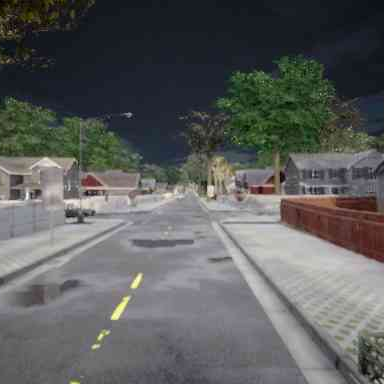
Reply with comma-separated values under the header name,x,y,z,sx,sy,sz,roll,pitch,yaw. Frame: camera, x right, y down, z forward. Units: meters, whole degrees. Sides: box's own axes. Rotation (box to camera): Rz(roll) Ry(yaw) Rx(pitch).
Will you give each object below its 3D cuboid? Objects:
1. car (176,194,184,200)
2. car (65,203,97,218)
name,x,y,z,sx,sy,sz,roll,pitch,yaw
car,-2.778,1.129,79.030,1.895,1.301,4.718,0,0,0
car,-11.312,1.714,29.561,5.357,1.411,2.033,-1,0,-1
